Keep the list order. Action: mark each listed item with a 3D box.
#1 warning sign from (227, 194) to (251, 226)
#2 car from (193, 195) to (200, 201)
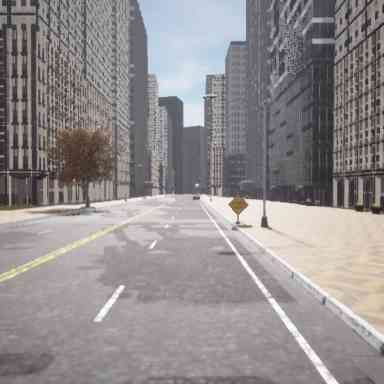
[{"bbox_3d":[2.865,1.084,20.605,1.300,1.860,1.060,1,1,0],"label":"warning sign"},{"bbox_3d":[1.137,1.550,86.630,1.837,1.490,4.892,0,0,0],"label":"car"}]
